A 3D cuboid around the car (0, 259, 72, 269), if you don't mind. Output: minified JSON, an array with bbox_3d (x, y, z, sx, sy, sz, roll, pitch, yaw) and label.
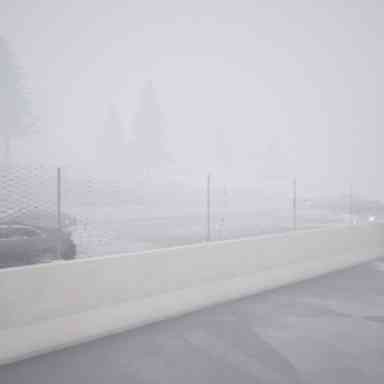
[{"bbox_3d":[-5.565,1.533,8.686,4.902,1.511,2.128,0,0,-36],"label":"car"}]
